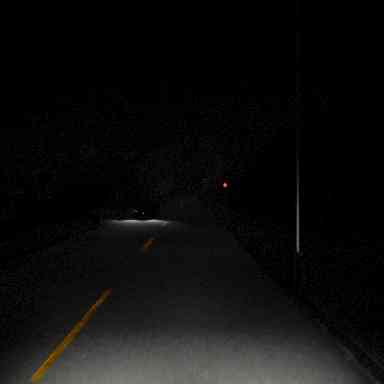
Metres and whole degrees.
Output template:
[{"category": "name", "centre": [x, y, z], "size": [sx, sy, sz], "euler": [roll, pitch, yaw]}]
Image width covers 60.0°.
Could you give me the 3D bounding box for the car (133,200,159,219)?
[{"category": "car", "centre": [-4.000, 1.517, 29.690], "size": [1.837, 1.490, 4.892], "euler": [0, 0, 0]}]
